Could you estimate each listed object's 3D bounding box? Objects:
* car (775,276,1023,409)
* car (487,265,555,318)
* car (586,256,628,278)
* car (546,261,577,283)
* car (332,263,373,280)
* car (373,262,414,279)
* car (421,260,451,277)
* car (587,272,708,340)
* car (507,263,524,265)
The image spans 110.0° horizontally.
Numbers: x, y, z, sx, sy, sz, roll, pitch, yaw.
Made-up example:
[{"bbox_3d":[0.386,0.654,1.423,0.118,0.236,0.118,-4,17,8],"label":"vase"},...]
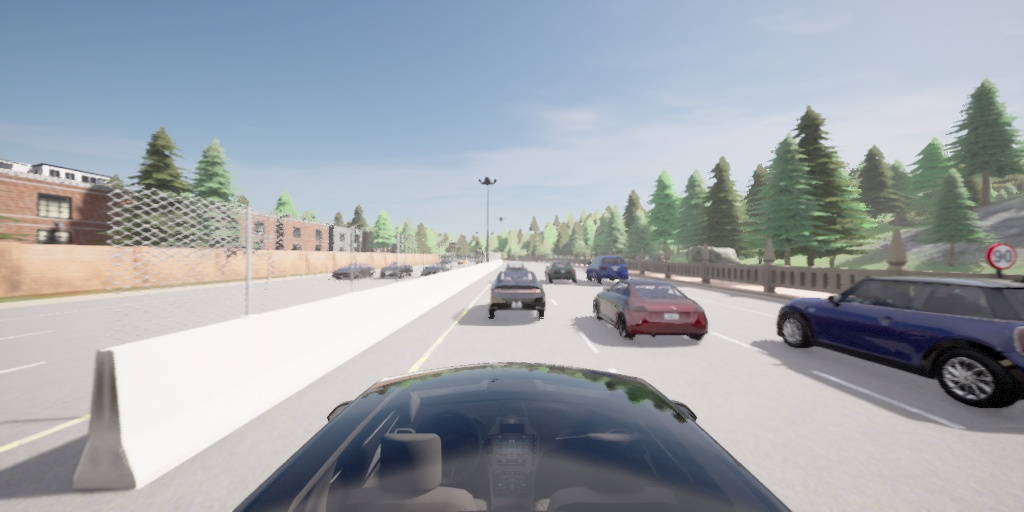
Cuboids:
[{"bbox_3d":[7.100,1.123,6.378,2.097,1.767,4.553,0,0,1],"label":"car"},{"bbox_3d":[0.161,1.261,13.041,2.128,1.511,4.902,0,0,0],"label":"car"},{"bbox_3d":[7.269,1.031,27.813,2.150,2.045,5.566,0,0,0],"label":"car"},{"bbox_3d":[3.772,1.156,28.549,2.097,1.767,4.553,0,0,1],"label":"car"},{"bbox_3d":[-13.895,1.324,31.958,2.033,1.411,5.357,0,0,0],"label":"car"},{"bbox_3d":[-10.386,1.276,32.633,2.128,1.511,4.902,0,0,0],"label":"car"},{"bbox_3d":[-6.886,1.355,32.759,1.994,1.385,4.181,0,0,0],"label":"car"},{"bbox_3d":[3.635,1.336,10.129,1.994,1.385,4.181,0,0,1],"label":"car"},{"bbox_3d":[0.274,1.289,28.827,2.128,1.511,4.902,0,0,1],"label":"car"}]
